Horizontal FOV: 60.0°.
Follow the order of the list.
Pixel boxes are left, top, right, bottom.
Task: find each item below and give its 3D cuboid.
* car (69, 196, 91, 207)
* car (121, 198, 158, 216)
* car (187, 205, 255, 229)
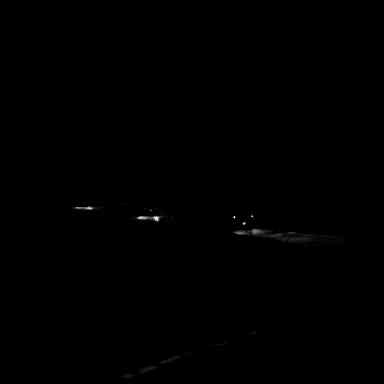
[{"bbox_3d":[-15.169,1.215,44.964,1.812,1.442,4.674,0,0,-35],"label":"car"},{"bbox_3d":[-4.909,1.320,30.379,1.837,1.490,4.892,0,0,-35],"label":"car"},{"bbox_3d":[1.728,1.494,21.029,1.895,1.301,4.718,0,0,-36],"label":"car"}]
